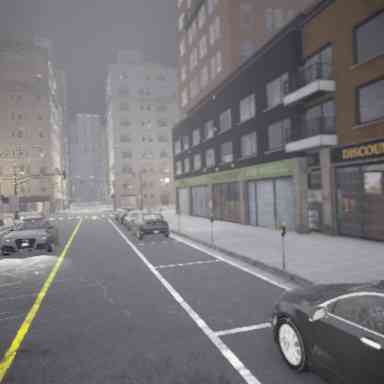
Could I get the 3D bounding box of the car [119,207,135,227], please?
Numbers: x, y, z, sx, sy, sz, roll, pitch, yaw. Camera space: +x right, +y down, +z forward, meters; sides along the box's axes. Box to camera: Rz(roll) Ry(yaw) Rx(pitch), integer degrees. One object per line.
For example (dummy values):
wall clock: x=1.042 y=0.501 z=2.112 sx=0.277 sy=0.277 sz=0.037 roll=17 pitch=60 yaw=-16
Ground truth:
car: x=-4.120 y=1.978 z=24.708 sx=1.752 sy=1.417 sz=4.829 roll=-3 pitch=0 yaw=-17

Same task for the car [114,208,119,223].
car: x=-5.677 y=2.143 z=29.893 sx=1.947 sy=1.339 sz=4.313 roll=-3 pitch=0 yaw=-17

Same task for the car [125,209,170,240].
car: x=-2.462 y=1.871 z=19.197 sx=2.008 sy=1.369 sz=4.403 roll=-3 pitch=0 yaw=-17

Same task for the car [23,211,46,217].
car: x=-15.460 y=2.593 z=32.772 sx=1.887 sy=1.381 sz=4.507 roll=-3 pitch=0 yaw=-17

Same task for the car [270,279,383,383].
car: x=2.362 y=1.479 z=3.153 sx=2.008 sy=1.369 sz=4.403 roll=-3 pitch=0 yaw=-17

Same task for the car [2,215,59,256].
car: x=-7.593 y=2.081 z=15.951 sx=1.994 sy=1.385 sz=4.181 roll=-2 pitch=-1 yaw=-16

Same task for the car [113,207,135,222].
car: x=-7.285 y=2.287 z=35.240 sx=1.802 sy=1.307 sz=4.206 roll=-3 pitch=0 yaw=-17
